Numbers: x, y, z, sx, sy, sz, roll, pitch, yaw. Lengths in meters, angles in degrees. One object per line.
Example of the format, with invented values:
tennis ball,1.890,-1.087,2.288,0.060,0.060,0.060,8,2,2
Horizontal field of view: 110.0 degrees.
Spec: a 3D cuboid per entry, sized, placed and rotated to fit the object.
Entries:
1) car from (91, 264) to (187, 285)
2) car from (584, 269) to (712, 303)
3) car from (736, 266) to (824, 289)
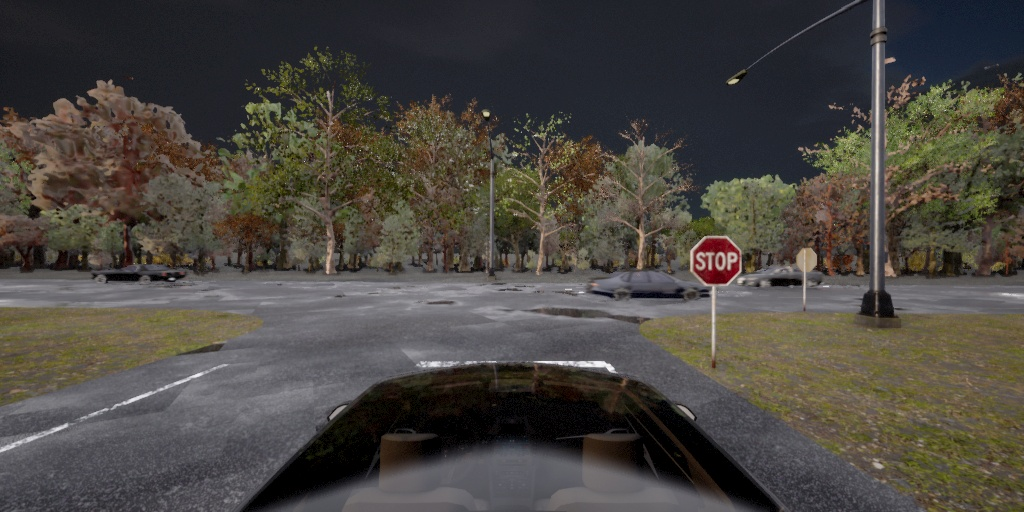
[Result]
car,-24.528,1.203,23.606,4.718,1.301,1.895,0,0,1
car,6.058,1.320,16.289,5.357,1.411,2.033,0,0,0
car,17.246,1.391,23.227,4.902,1.511,2.128,-1,0,0
